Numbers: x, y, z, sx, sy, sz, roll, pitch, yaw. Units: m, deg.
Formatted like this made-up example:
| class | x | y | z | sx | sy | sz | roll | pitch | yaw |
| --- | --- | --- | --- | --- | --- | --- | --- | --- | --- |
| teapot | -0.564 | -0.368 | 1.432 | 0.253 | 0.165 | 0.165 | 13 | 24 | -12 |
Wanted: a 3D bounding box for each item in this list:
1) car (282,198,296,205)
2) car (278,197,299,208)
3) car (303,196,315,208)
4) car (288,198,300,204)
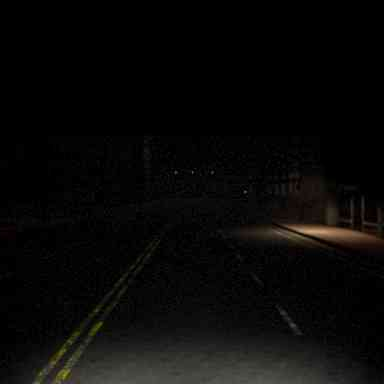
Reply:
| class | x | y | z | sx | sy | sz | roll | pitch | yaw |
| --- | --- | --- | --- | --- | --- | --- | --- | --- | --- |
| car | 22.141 | 2.224 | 75.925 | 1.970 | 1.475 | 3.806 | 0 | -1 | 0 |
| car | 16.606 | 1.792 | 58.495 | 1.932 | 1.855 | 4.605 | 0 | -1 | 0 |
| car | 19.500 | 1.794 | 58.451 | 1.905 | 1.878 | 3.866 | 0 | -1 | 0 |
| car | 27.853 | 2.389 | 91.047 | 1.970 | 1.475 | 3.806 | 0 | -1 | 0 |
